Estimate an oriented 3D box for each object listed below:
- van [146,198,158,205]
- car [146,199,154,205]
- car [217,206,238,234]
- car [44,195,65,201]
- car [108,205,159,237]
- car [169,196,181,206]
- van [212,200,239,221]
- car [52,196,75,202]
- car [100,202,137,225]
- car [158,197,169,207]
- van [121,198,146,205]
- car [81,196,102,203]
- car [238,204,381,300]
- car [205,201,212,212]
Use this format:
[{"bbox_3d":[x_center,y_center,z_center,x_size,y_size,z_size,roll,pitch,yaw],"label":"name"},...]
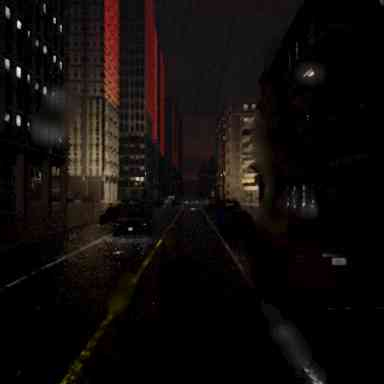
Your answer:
[{"bbox_3d":[-5.706,1.610,42.355,1.690,1.788,3.998,0,0,0],"label":"van"},{"bbox_3d":[-5.704,1.783,36.706,2.008,1.369,4.403,0,0,0],"label":"car"},{"bbox_3d":[2.682,1.705,19.762,1.802,1.307,4.206,0,0,0],"label":"car"},{"bbox_3d":[-32.390,1.495,78.428,4.206,1.307,1.802,1,-1,0],"label":"car"},{"bbox_3d":[-3.108,1.681,18.769,1.994,1.385,4.181,0,0,0],"label":"car"},{"bbox_3d":[-3.022,2.020,62.767,2.033,1.411,5.357,0,0,0],"label":"car"},{"bbox_3d":[2.680,1.500,25.413,1.690,1.788,3.998,0,0,0],"label":"van"},{"bbox_3d":[-26.732,1.559,70.062,4.206,1.307,1.802,1,-1,0],"label":"car"},{"bbox_3d":[-5.700,1.725,25.408,1.947,1.339,4.313,0,0,0],"label":"car"},{"bbox_3d":[-5.712,1.823,59.300,1.967,1.590,4.097,0,0,0],"label":"car"},{"bbox_3d":[-5.703,1.536,31.058,1.690,1.788,3.998,0,0,0],"label":"van"},{"bbox_3d":[-21.156,1.525,70.080,4.097,1.590,1.967,1,-1,0],"label":"car"},{"bbox_3d":[2.686,1.368,8.467,2.192,1.841,5.009,0,0,0],"label":"car"},{"bbox_3d":[2.675,1.820,42.356,2.008,1.369,4.403,0,0,0],"label":"car"}]
